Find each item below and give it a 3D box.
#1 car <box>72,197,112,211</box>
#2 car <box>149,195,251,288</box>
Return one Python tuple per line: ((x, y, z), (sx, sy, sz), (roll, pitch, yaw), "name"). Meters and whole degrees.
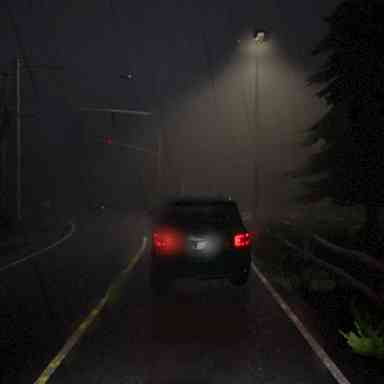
((-10.106, 1.159, 33.249), (4.718, 1.301, 1.895), (1, 1, 43), "car")
((0.010, 1.099, 9.118), (2.150, 2.045, 5.566), (0, 1, -5), "car")
